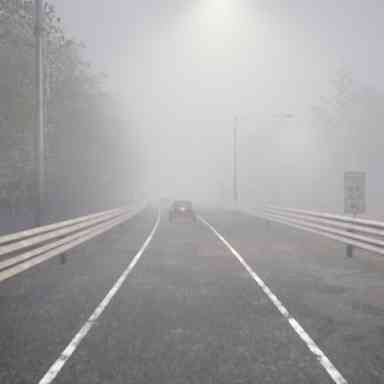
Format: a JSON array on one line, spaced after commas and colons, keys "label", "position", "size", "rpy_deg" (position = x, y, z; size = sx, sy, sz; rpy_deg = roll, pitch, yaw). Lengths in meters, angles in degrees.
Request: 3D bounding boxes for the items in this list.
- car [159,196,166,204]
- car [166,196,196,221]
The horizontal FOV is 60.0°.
[{"label": "car", "position": [-5.047, 1.517, 61.864], "size": [1.837, 1.490, 4.892], "rpy_deg": [0, 0, -10]}, {"label": "car", "position": [-0.863, 1.357, 27.210], "size": [2.097, 1.767, 4.553], "rpy_deg": [0, 0, -4]}]
